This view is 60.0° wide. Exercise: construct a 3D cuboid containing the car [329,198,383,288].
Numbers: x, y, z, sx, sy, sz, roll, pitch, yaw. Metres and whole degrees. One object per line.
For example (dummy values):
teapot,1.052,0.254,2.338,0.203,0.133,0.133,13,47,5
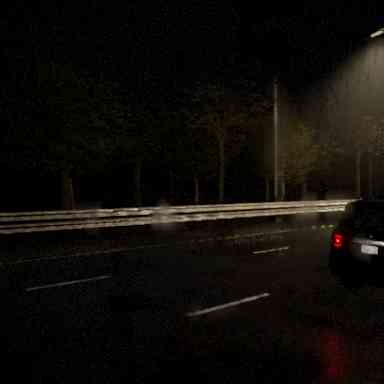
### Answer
car,5.523,1.157,7.807,5.566,2.045,2.150,0,0,-35
